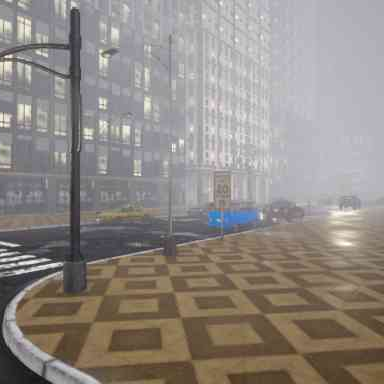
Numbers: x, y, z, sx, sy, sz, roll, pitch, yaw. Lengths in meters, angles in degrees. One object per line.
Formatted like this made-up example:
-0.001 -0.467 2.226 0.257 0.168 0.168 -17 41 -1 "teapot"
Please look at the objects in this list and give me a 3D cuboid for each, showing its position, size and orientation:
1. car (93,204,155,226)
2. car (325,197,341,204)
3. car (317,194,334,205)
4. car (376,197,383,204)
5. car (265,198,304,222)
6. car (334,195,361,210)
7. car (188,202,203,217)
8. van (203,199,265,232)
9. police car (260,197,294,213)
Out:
-4.755 1.540 23.935 1.752 1.417 4.829 0 0 38 "car"
28.455 1.624 66.966 2.008 1.369 4.403 0 0 38 "car"
25.066 1.380 62.554 2.192 1.841 5.009 0 0 38 "car"
38.092 1.658 66.577 1.947 1.339 4.313 0 0 38 "car"
7.594 1.472 26.864 1.967 1.590 4.097 0 0 38 "car"
21.149 1.368 44.515 2.192 1.841 5.009 0 0 38 "car"
1.344 1.604 31.665 1.802 1.307 4.206 0 0 38 "car"
2.638 1.368 20.230 1.690 1.788 3.998 0 0 38 "van"
9.953 1.459 38.662 1.930 1.638 5.238 0 0 38 "police car"
